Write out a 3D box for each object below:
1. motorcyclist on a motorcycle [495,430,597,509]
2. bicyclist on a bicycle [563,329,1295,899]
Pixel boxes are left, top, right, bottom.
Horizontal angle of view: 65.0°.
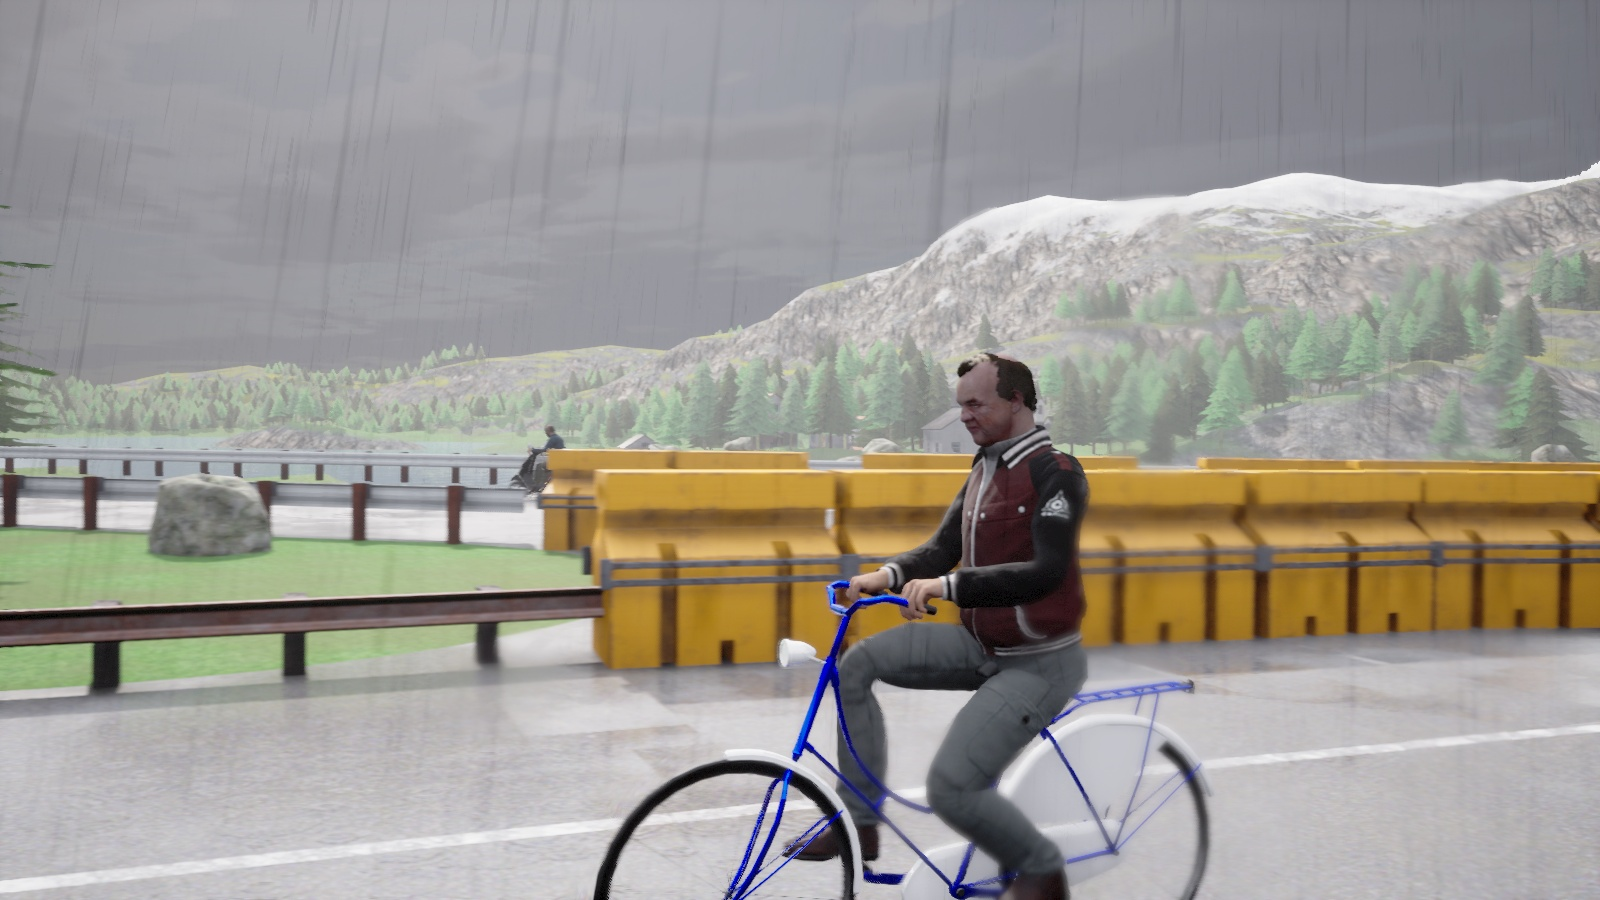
[{"bbox_3d":[-5.196,0.387,25.733,1.817,1.590,0.866,0,1,13],"label":"motorcyclist on a motorcycle"},{"bbox_3d":[0.355,0.610,3.369,1.843,1.776,0.659,-1,1,-21],"label":"bicyclist on a bicycle"}]
